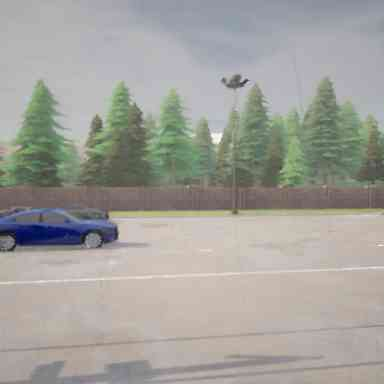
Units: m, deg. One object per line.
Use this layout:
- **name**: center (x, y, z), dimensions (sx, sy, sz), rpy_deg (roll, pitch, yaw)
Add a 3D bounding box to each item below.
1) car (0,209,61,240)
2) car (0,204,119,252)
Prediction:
- **car**: center (-9.036, 1.525, 16.123), dimensions (4.718, 1.301, 1.895), rpy_deg (0, 0, -9)
- **car**: center (-5.451, 1.414, 13.141), dimensions (5.008, 1.535, 1.882), rpy_deg (0, 0, -9)
